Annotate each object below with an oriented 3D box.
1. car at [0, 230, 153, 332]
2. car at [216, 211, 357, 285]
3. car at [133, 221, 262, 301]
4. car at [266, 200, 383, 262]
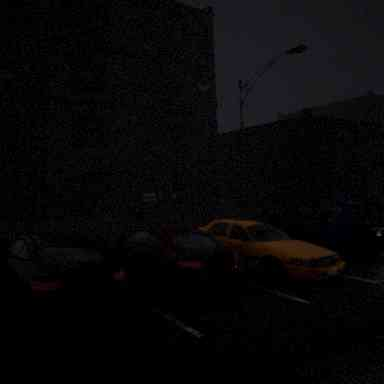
[{"bbox_3d":[-2.884,1.530,6.942,2.002,1.452,4.674,0,0,-35],"label":"car"},{"bbox_3d":[1.770,1.522,10.033,1.946,1.575,5.366,0,0,-35],"label":"car"},{"bbox_3d":[-0.712,1.547,8.490,2.002,1.452,4.674,0,0,-35],"label":"car"},{"bbox_3d":[3.818,1.291,11.754,2.435,2.045,5.566,0,0,-35],"label":"car"}]
